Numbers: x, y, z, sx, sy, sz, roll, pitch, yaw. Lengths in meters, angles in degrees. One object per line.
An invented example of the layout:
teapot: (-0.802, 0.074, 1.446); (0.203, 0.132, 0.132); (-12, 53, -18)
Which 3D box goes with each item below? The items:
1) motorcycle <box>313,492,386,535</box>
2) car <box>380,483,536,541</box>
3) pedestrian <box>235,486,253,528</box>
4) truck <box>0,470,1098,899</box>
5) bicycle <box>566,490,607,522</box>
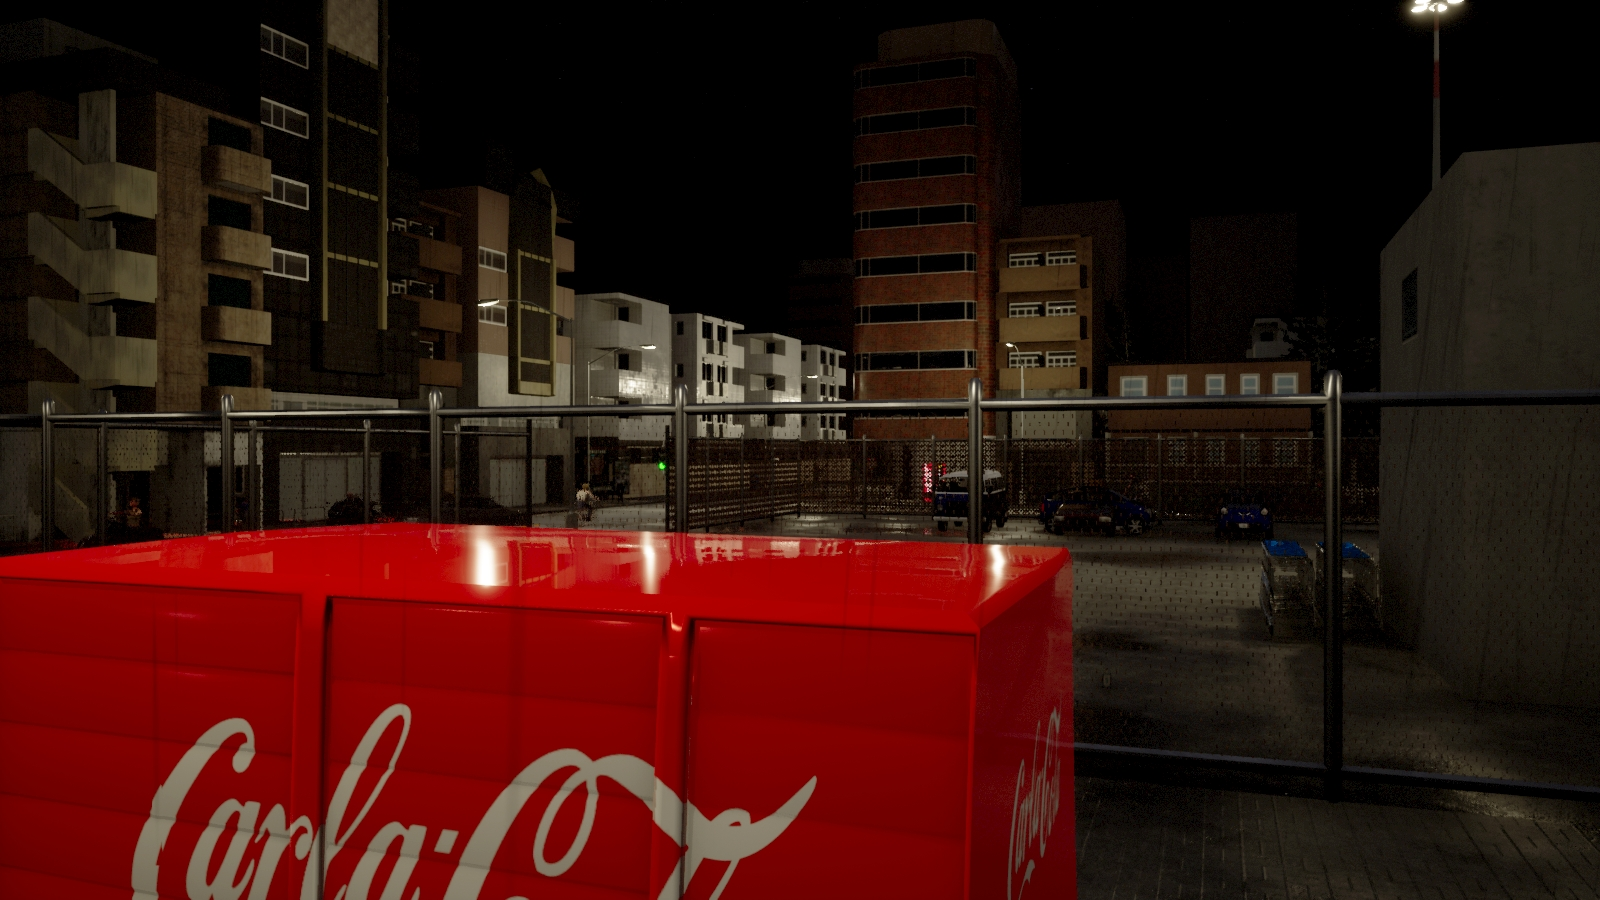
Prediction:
motorcycle: (-14.231, 1.995, 36.165); (0.867, 1.251, 2.209); (0, -1, 20)
car: (-10.391, 1.851, 35.167); (2.163, 1.488, 4.792); (0, 0, 20)
pedestrian: (-17.751, 1.815, 36.496); (0.375, 1.300, 0.375); (0, 0, 4)
truck: (-1.648, 1.349, 4.450); (5.204, 2.467, 2.627); (0, 0, 20)
bicycle: (-7.832, 2.044, 41.993); (0.859, 1.080, 1.487); (0, 0, 20)
